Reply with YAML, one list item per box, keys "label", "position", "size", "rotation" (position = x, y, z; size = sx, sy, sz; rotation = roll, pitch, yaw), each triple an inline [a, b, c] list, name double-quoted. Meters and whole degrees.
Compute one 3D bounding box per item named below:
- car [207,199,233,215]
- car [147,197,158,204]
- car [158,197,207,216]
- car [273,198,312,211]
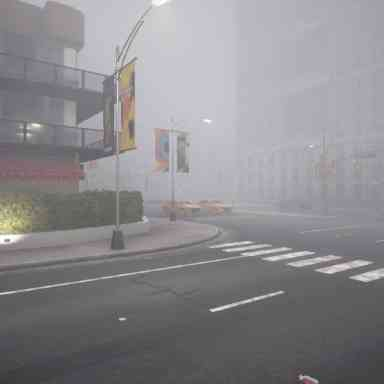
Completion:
- label: "car"
  position: [2.066, 1.478, 34.285]
  size: [1.882, 1.535, 5.008]
  rotation: [0, 0, -35]
- label: "car"
  position: [-6.163, 1.601, 59.267]
  size: [4.718, 1.301, 1.895]
  rotation: [0, 0, 42]
- label: "car"
  position: [-1.062, 1.478, 32.648]
  size: [1.882, 1.535, 5.008]
  rotation: [0, 0, -35]
- label: "car"
  position: [12.076, 1.504, 40.347]
  size: [1.837, 1.490, 4.892]
  rotation: [0, 0, -35]
